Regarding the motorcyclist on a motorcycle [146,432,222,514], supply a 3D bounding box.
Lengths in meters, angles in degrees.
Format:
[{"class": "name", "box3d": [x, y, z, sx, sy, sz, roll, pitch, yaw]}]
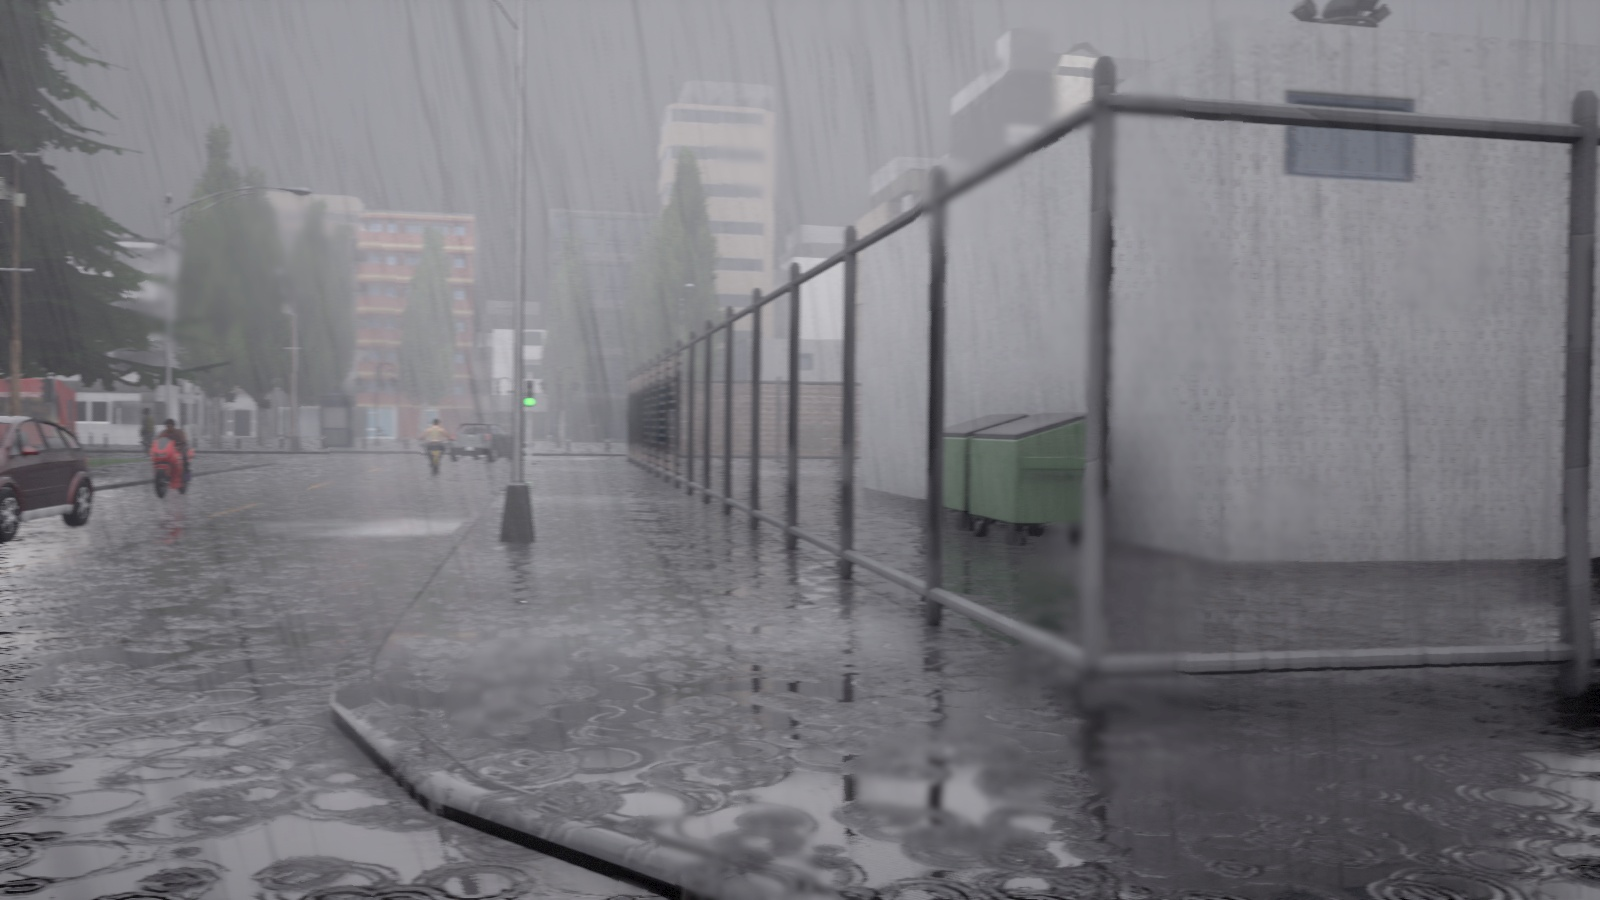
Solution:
[{"class": "motorcyclist on a motorcycle", "box3d": [-12.031, 0.413, 24.603, 0.797, 1.523, 2.044, -1, 1, -11]}]

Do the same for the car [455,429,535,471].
[{"class": "car", "box3d": [-11.790, -0.029, 48.781, 1.845, 1.501, 3.633, -1, 1, 6]}]

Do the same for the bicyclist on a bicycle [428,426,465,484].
[{"class": "bicyclist on a bicycle", "box3d": [-10.144, 0.126, 36.069, 0.866, 1.612, 1.509, -1, 1, -10]}]

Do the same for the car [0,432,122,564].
[{"class": "car", "box3d": [-10.494, 0.554, 16.460, 1.789, 1.549, 3.705, -1, 1, -11]}]

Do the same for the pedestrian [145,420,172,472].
[{"class": "pedestrian", "box3d": [-22.758, -0.146, 44.526, 0.709, 1.840, 0.431, -1, 1, -6]}]
